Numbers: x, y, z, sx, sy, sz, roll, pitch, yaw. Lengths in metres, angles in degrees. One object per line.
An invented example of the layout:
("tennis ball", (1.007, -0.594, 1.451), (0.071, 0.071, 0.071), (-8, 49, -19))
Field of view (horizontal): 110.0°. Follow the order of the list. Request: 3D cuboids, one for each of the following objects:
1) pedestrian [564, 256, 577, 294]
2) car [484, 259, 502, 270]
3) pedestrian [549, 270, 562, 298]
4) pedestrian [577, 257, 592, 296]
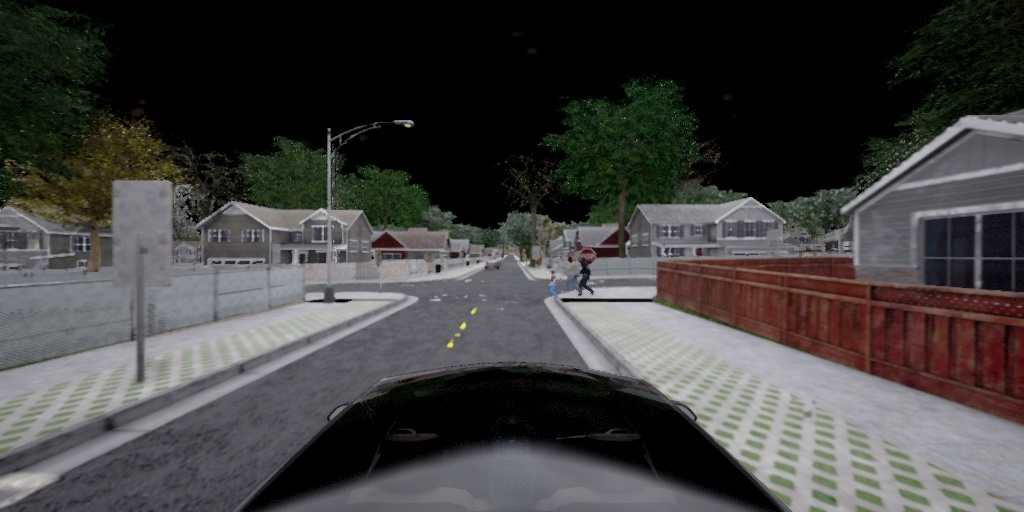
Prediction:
("pedestrian", (2.730, 0.875, 16.588), (0.375, 1.860, 0.375), (0, 0, 0))
("car", (-2.805, 1.210, 50.137), (1.812, 1.442, 4.674), (0, 0, 0))
("pedestrian", (1.842, 1.149, 15.389), (0.375, 1.300, 0.375), (0, 0, 0))
("pedestrian", (3.227, 0.876, 15.988), (0.375, 1.860, 0.375), (0, 0, 0))
